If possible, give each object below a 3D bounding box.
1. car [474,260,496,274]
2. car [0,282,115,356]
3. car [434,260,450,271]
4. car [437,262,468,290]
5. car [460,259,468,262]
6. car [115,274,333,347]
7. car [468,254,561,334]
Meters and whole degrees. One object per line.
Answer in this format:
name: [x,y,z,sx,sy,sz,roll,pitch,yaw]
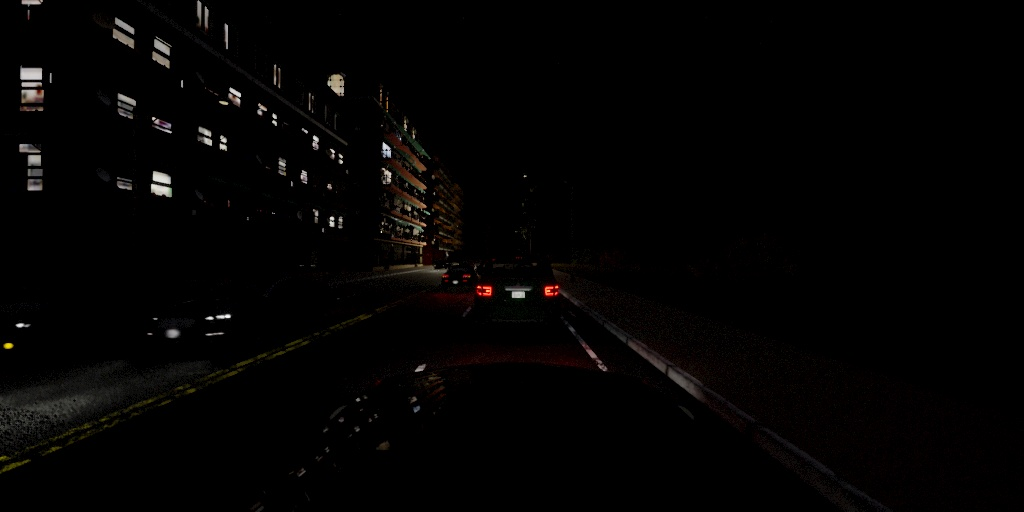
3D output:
car: [-3.124,1.245,42.328,2.128,1.511,4.902,0,0,0]
car: [-9.847,1.315,8.480,1.994,1.385,4.181,0,0,0]
car: [-9.815,1.258,50.922,1.837,1.490,4.892,0,0,0]
car: [-3.137,1.279,22.207,1.812,1.442,4.674,0,0,0]
car: [-6.564,1.231,51.458,1.882,1.535,5.008,0,0,0]
car: [-6.596,1.243,9.421,2.128,1.511,4.902,0,0,0]
car: [0.108,0.973,10.812,2.150,2.045,5.566,0,0,-1]
